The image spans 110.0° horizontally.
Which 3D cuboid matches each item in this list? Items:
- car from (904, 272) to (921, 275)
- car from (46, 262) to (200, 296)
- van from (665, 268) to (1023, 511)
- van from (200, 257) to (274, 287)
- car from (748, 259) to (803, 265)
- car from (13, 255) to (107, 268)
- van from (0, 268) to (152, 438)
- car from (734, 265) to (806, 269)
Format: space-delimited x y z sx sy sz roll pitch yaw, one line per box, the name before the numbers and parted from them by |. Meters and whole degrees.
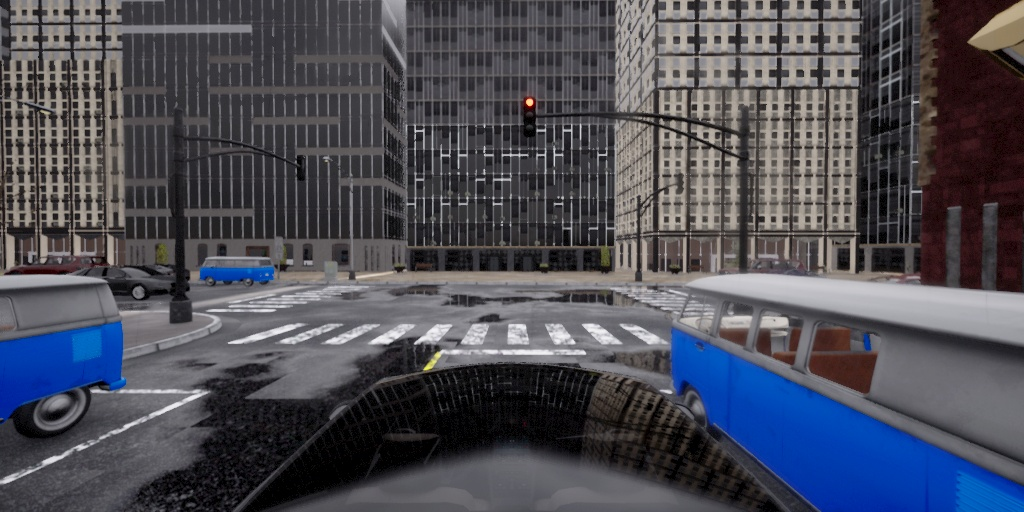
car | 15.213 1.430 13.661 4.507 1.381 1.888 0 0 1
car | -17.722 1.186 16.526 4.892 1.490 1.837 0 1 1
van | 2.690 1.090 2.736 1.690 1.789 3.998 0 0 0
van | -17.100 0.940 22.324 3.998 1.789 1.690 0 0 1
car | 15.288 1.078 22.040 5.009 1.841 2.192 0 0 1
car | -28.145 0.864 22.421 5.009 1.841 2.192 0 0 1
van | -5.690 1.090 2.789 1.690 1.789 3.998 0 0 0
car | 14.797 1.362 19.443 4.181 1.385 1.994 0 1 1
